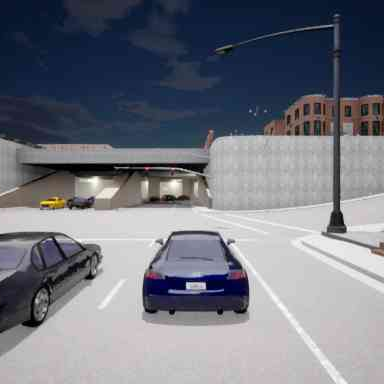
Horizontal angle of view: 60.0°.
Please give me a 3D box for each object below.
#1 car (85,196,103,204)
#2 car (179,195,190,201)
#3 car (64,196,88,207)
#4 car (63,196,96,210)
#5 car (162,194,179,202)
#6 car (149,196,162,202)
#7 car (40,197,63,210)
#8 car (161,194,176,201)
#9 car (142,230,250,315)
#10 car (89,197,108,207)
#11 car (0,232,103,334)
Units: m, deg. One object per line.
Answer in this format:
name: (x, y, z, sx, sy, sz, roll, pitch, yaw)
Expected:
car: (-18.738, 1.490, 63.612, 2.128, 1.511, 4.902, 0, 0, -1)
car: (-2.146, 1.522, 84.959, 1.812, 1.442, 4.674, 0, 0, 28)
car: (-18.532, 1.490, 53.346, 2.128, 1.511, 4.902, 0, 0, -1)
car: (-14.809, 1.546, 44.283, 2.033, 1.411, 5.357, 0, 0, -1)
car: (-4.773, 1.354, 75.163, 2.097, 1.767, 4.553, 0, 0, 6)
car: (-8.292, 1.538, 74.870, 2.033, 1.411, 5.357, 0, 0, 6)
car: (-18.298, 1.477, 43.881, 1.882, 1.535, 5.008, 0, 0, -1)
car: (-5.952, 1.353, 84.921, 2.097, 1.767, 4.553, 0, 0, 24)
car: (0.075, 1.564, 7.653, 1.994, 1.385, 4.181, 0, 0, 0)
car: (-15.040, 1.524, 53.734, 1.812, 1.442, 4.674, 0, 0, -1)
car: (-3.426, 1.547, 6.955, 2.033, 1.411, 5.357, 0, 0, 0)
